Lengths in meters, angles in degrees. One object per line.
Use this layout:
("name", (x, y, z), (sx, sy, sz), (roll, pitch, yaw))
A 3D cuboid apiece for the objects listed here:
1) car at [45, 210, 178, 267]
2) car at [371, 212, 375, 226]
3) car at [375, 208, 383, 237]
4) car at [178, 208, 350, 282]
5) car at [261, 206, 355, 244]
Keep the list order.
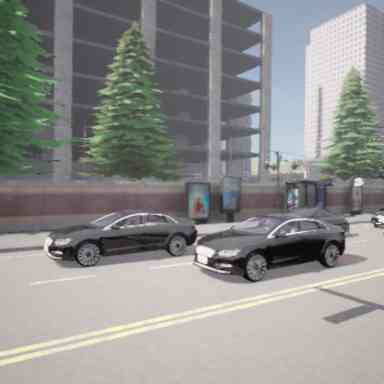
("car", (-2.101, 1.348, 10.862), (4.902, 1.511, 2.128), (0, 1, -32))
("car", (12.879, 1.382, 20.151), (4.902, 1.511, 2.128), (0, 1, -32))
("car", (10.238, 1.455, 14.386), (4.674, 1.442, 1.812), (0, 1, -32))
("car", (2.345, 1.403, 9.503), (4.902, 1.511, 2.128), (0, 1, -32))
("car", (5.469, 1.438, 15.566), (4.181, 1.385, 1.994), (0, 1, -33))
